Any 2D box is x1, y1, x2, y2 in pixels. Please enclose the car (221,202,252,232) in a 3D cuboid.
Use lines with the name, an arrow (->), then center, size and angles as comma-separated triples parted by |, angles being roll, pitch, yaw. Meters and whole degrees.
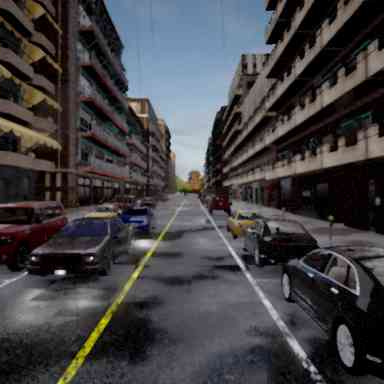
car -> 2.686, 1.458, 16.651 | 1.752, 1.417, 4.829 | 1, 0, 0

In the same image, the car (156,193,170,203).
car -> -5.738, 1.085, 61.048 | 2.192, 1.841, 5.009 | 1, 0, 0

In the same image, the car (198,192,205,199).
car -> 2.647, 1.102, 55.455 | 2.192, 1.841, 5.009 | 1, 0, 0

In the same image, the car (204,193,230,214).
car -> 2.671, 1.184, 33.184 | 2.192, 1.841, 5.009 | 1, 0, 0

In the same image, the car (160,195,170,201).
car -> -5.753, 1.312, 72.185 | 1.802, 1.307, 4.206 | 1, 0, 0

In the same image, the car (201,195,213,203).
car -> 2.639, 1.317, 61.024 | 2.008, 1.369, 4.403 | 1, 0, 0

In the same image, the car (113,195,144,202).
car -> -5.704, 1.208, 27.641 | 2.192, 1.841, 5.009 | 1, 0, 0

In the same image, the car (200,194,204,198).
car -> 2.651, 1.352, 49.888 | 1.887, 1.381, 4.507 | 1, 0, 0

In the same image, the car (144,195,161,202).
car -> -5.724, 1.396, 44.346 | 1.947, 1.339, 4.313 | 1, 0, 0

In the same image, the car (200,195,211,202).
car -> 2.633, 1.313, 66.592 | 1.947, 1.339, 4.313 | 1, 0, 0

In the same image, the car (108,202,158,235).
car -> -3.017, 1.496, 18.302 | 1.812, 1.442, 4.674 | 0, 0, 0

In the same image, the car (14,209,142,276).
car -> -3.100, 1.506, 10.499 | 2.033, 1.411, 5.357 | 0, 0, 0

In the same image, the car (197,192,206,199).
car -> 2.613, 0.983, 88.863 | 2.192, 1.841, 5.009 | 1, 0, 0

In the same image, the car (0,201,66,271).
car -> -5.686, 1.273, 10.938 | 2.192, 1.841, 5.009 | 1, 0, 0

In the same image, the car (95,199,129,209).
car -> -5.701, 1.440, 21.904 | 1.752, 1.417, 4.829 | 1, 0, 0

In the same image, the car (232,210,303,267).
car -> 2.691, 1.506, 10.913 | 2.008, 1.369, 4.403 | 1, 0, 0

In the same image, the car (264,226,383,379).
car -> 2.697, 1.528, 5.346 | 2.008, 1.369, 4.403 | 1, 0, 0

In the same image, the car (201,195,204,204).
car -> 2.656, 1.378, 44.321 | 2.008, 1.369, 4.403 | 1, 0, 0
